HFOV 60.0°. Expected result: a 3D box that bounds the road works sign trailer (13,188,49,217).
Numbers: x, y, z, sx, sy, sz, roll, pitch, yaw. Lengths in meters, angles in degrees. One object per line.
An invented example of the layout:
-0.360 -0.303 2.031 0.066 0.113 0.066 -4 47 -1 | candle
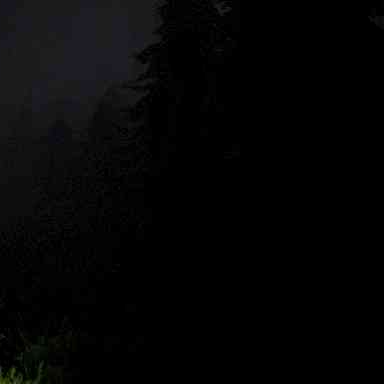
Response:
-11.349 1.479 24.273 2.880 2.380 3.560 43 -13 -16 | road works sign trailer
